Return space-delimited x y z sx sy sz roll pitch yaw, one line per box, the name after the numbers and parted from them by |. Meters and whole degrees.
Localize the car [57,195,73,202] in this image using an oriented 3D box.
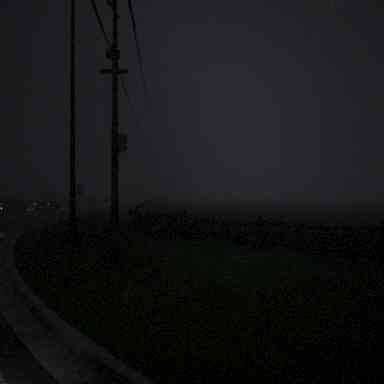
-26.507 1.320 69.702 1.994 1.385 4.181 0 0 -5 | car

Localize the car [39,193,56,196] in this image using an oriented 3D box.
-25.720 1.466 59.824 1.812 1.442 4.674 0 0 -5 | car

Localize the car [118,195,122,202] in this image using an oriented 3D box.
-16.072 1.450 70.931 1.837 1.490 4.892 0 0 -5 | car

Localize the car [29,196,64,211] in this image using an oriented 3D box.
-16.947 1.487 39.107 1.812 1.442 4.674 0 0 -5 | car

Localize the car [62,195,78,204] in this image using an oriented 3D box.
-22.269 1.509 60.674 1.994 1.385 4.181 0 0 -4 | car

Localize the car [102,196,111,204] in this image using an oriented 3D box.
-15.107 1.481 60.058 1.812 1.442 4.674 0 0 -5 | car

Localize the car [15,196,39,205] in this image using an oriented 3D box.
-29.168 1.483 59.037 2.033 1.411 5.357 0 0 -5 | car

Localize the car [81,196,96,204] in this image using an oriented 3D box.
-18.749 1.456 60.531 1.837 1.490 4.892 0 0 -4 | car

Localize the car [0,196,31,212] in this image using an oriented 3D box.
-20.354 1.461 37.798 1.837 1.490 4.892 0 0 -5 | car
